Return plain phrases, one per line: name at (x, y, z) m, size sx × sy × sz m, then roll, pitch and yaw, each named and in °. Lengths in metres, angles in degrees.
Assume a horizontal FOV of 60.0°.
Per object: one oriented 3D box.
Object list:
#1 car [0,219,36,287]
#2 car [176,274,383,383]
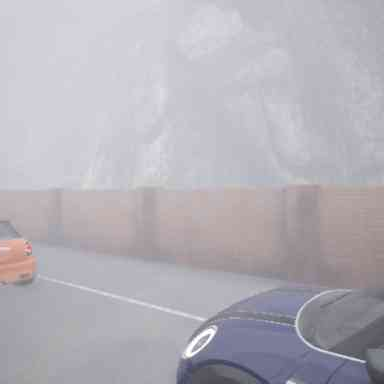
car at (-5.878, 1.373, 8.170) m, size 4.553 × 1.767 × 2.097 m, roll 0°, pitch 0°, yaw 35°
car at (2.058, 1.352, 2.555) m, size 4.553 × 1.767 × 2.097 m, roll 0°, pitch 0°, yaw 35°
